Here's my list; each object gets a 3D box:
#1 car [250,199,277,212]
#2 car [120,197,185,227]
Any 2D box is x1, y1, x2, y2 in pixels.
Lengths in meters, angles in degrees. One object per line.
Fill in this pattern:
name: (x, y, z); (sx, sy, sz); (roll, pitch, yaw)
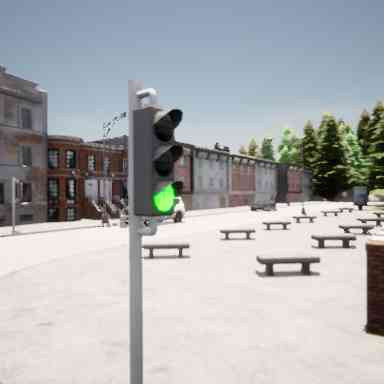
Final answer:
car: (8.792, 1.650, 40.658); (1.837, 1.490, 4.892); (-1, -1, 36)
car: (-2.725, 1.367, 24.608); (2.150, 2.045, 5.566); (-1, 0, 35)
